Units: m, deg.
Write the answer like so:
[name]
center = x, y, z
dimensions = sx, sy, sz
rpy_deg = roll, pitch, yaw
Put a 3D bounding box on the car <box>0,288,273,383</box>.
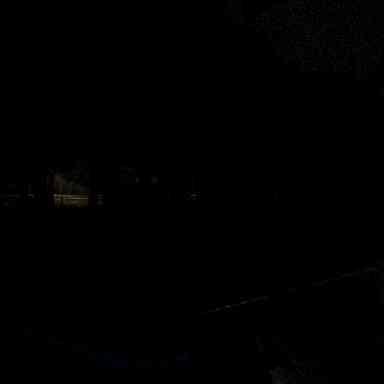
[car]
center = -1.823, 1.548, 2.445
dimensions = 5.357, 1.411, 2.033
rpy_deg = 0, 0, -36
